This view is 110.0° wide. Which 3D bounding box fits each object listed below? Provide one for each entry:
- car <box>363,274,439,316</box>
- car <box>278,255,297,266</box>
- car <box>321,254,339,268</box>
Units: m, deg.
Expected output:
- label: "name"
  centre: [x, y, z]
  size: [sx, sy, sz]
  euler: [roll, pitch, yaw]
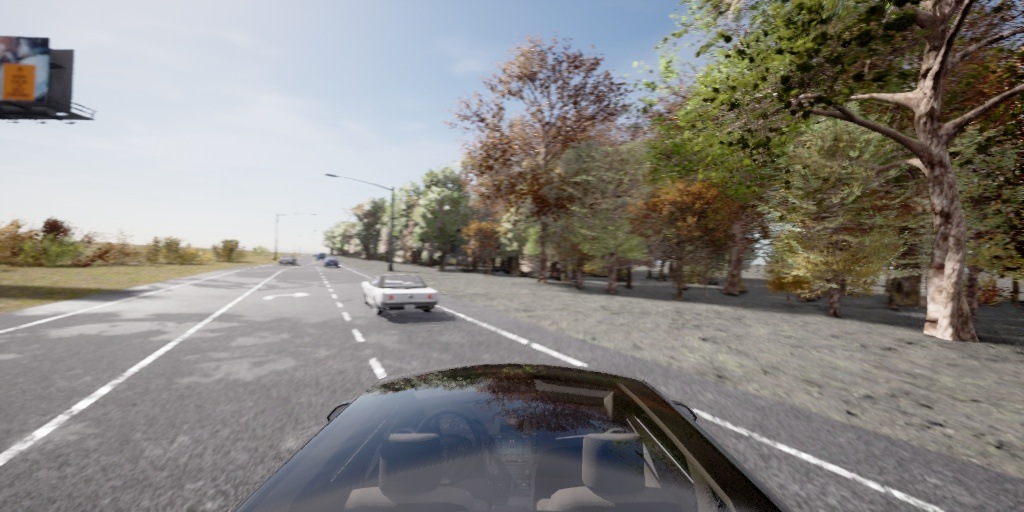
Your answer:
- label: "car"
  centre: [-4.316, 1.317, 13.314]
  size: [1.895, 1.301, 4.718]
  euler: [2, -1, -29]
- label: "car"
  centre: [-32.364, 0.662, 51.831]
  size: [2.128, 1.511, 4.902]
  euler: [2, 0, -23]
- label: "car"
  centre: [-25.731, 0.881, 51.095]
  size: [1.812, 1.442, 4.674]
  euler: [2, -1, -30]
